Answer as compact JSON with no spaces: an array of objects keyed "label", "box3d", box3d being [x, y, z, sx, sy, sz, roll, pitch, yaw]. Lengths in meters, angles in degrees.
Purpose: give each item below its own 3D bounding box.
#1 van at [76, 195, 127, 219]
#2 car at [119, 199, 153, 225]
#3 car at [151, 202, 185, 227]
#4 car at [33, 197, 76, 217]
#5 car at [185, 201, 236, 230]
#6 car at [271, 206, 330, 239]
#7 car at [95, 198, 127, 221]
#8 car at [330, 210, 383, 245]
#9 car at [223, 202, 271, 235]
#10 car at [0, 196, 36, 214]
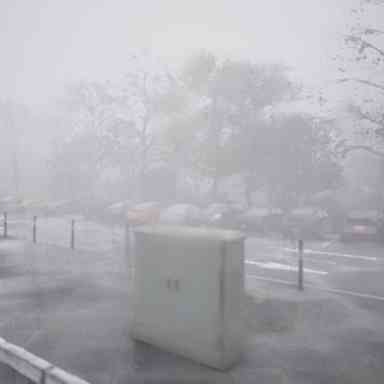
[{"label":"van","box3d":[-7.065,1.217,27.890,1.878,1.987,4.442,1,0,35]},{"label":"car","box3d":[-2.612,1.488,24.574,2.097,1.535,5.008,1,0,35]},{"label":"car","box3d":[-0.349,1.551,22.968,2.002,1.452,4.674,1,0,35]},{"label":"car","box3d":[-11.674,1.428,30.989,2.163,1.488,4.792,1,0,35]},{"label":"car","box3d":[1.933,1.408,21.386,2.185,1.767,4.553,1,0,35]},{"label":"car","box3d":[6.434,1.582,18.139,2.231,1.521,4.892,1,0,35]},{"label":"car","box3d":[-4.875,1.505,26.186,2.002,1.452,4.674,1,0,35]},{"label":"car","box3d":[8.715,1.634,16.560,2.163,1.488,4.792,1,0,35]},{"label":"car","box3d":[4.179,1.557,19.757,2.097,1.535,5.008,1,0,35]},{"label":"car","box3d":[-16.288,1.351,34.079,1.946,1.575,5.366,1,0,35]}]
